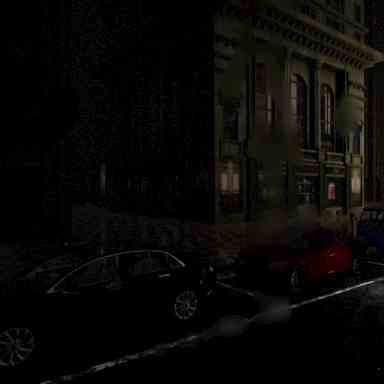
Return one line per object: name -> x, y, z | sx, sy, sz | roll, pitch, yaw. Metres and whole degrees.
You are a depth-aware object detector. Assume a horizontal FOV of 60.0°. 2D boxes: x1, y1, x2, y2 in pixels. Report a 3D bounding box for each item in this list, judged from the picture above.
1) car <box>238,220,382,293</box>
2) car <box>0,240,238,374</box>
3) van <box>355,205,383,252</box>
car -> 2.995, 1.582, 8.803 | 4.206, 1.307, 1.802 | 0, 0, -36
car -> -1.590, 1.551, 5.522 | 4.403, 1.369, 2.008 | 0, 0, -36
van -> 7.578, 1.342, 12.084 | 3.998, 1.788, 1.690 | 0, 0, -36
